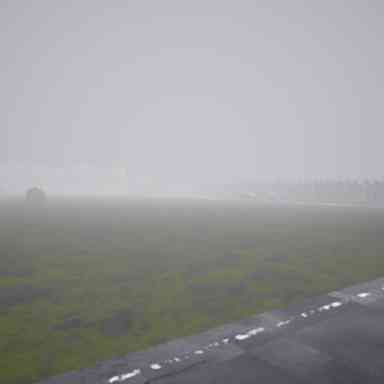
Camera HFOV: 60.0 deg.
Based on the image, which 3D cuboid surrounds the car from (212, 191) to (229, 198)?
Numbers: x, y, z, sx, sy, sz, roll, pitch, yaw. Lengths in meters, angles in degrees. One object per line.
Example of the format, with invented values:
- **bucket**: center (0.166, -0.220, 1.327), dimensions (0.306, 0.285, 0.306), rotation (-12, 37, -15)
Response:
- **car**: center (6.431, 0.560, 75.013), dimensions (1.994, 1.385, 4.181), rotation (1, 0, -36)

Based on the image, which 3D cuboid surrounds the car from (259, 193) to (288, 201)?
- **car**: center (15.594, 0.940, 62.246), dimensions (2.128, 1.511, 4.902), rotation (1, 1, -36)

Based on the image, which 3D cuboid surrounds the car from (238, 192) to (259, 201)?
- **car**: center (11.033, 0.823, 63.820), dimensions (1.882, 1.535, 5.008), rotation (1, 0, -35)
